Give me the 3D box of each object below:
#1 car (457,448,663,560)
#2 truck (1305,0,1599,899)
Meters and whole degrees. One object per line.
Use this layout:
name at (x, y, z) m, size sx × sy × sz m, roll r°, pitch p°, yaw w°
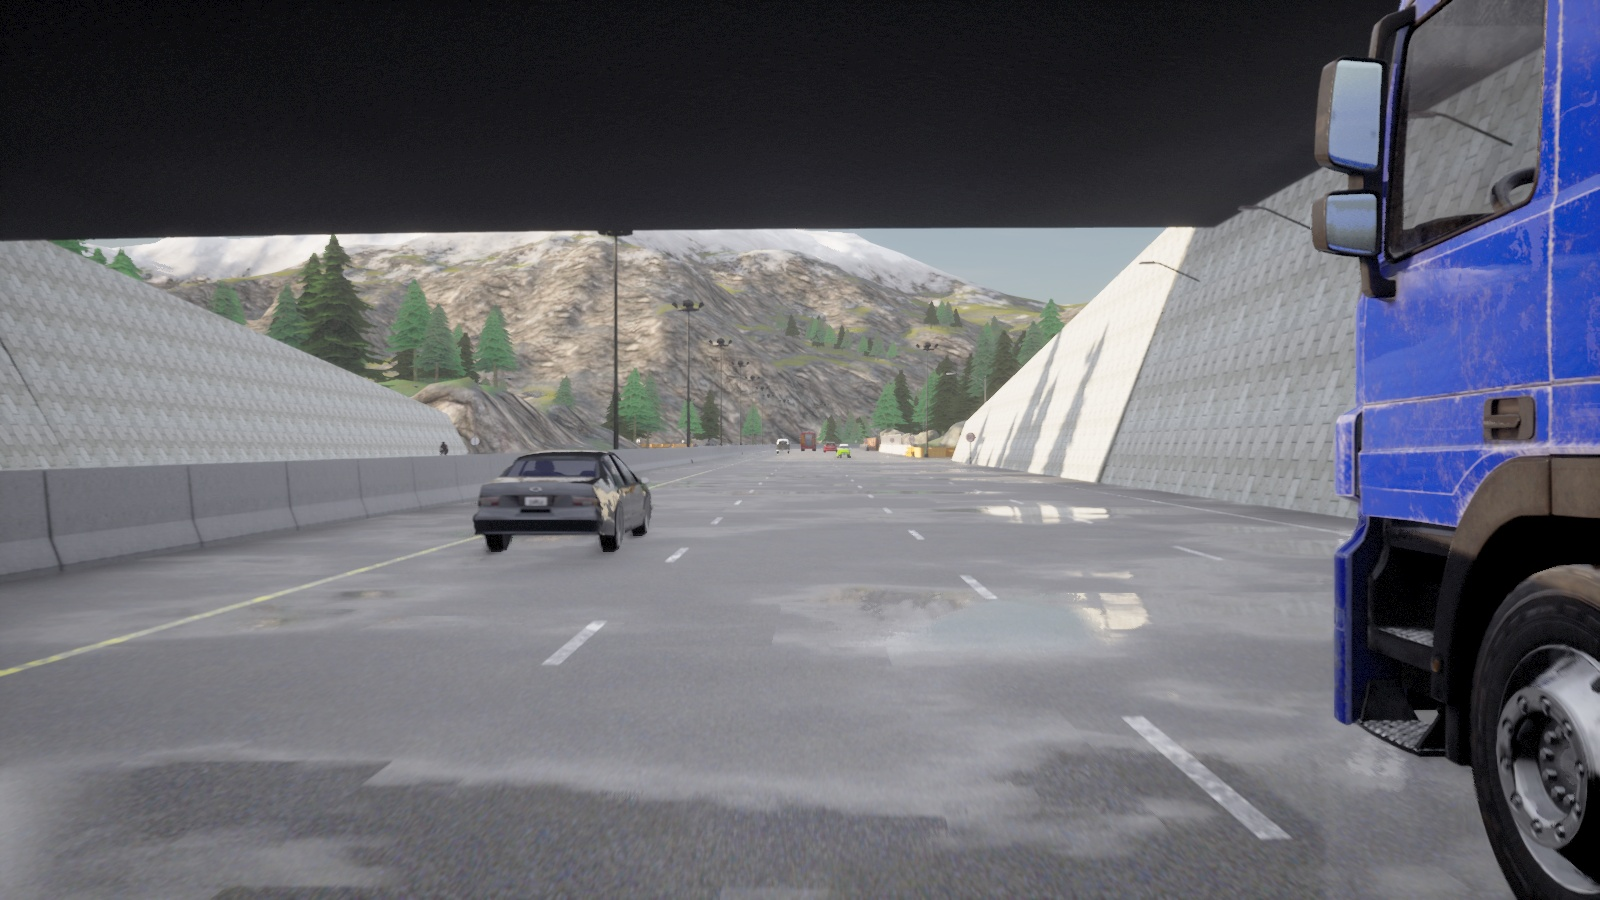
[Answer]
car at (-3.378, 0.685, 18.806) m, size 2.033 × 1.411 × 5.357 m, roll 0°, pitch 0°, yaw 0°
truck at (3.523, -0.240, 1.233) m, size 2.891 × 3.462 × 7.936 m, roll 0°, pitch 0°, yaw 0°
